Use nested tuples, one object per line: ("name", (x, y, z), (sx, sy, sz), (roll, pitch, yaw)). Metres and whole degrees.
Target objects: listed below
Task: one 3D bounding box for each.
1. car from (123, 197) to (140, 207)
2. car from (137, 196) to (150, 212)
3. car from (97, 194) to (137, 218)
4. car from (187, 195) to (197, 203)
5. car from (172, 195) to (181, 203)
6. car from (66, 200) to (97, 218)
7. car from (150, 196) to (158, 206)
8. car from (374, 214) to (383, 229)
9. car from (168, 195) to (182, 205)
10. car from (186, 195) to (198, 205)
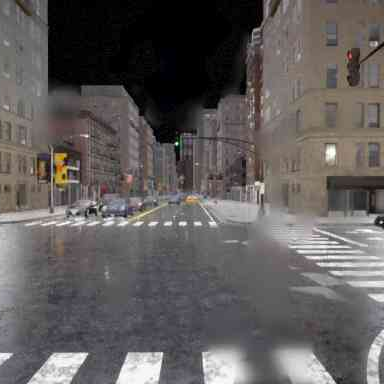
("car", (-9.815, 1.555, 54.370), (1.812, 1.442, 4.674), (0, 0, 0))
("car", (-6.578, 1.357, 38.783), (2.097, 1.767, 4.553), (0, 0, 0))
("car", (-6.583, 1.350, 29.848), (2.097, 1.767, 4.553), (0, 0, 0))
("car", (0.023, 1.461, 70.789), (2.128, 1.511, 4.902), (0, 0, 0))
("car", (-3.227, 1.460, 70.790), (1.812, 1.442, 4.674), (0, 0, 0))
("car", (-9.834, 1.490, 30.183), (2.128, 1.511, 4.902), (0, 0, 0))
("car", (-6.576, 1.383, 53.279), (2.097, 1.767, 4.553), (0, -1, -1))
("car", (12.556, 1.499, 18.554), (4.181, 1.385, 1.994), (0, 1, 0))
("car", (-3.229, 1.606, 60.754), (1.994, 1.385, 4.181), (0, 0, 0))
("car", (0.020, 1.519, 60.370), (1.882, 1.535, 5.008), (0, 0, 0))
